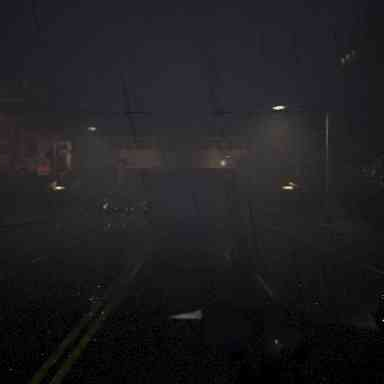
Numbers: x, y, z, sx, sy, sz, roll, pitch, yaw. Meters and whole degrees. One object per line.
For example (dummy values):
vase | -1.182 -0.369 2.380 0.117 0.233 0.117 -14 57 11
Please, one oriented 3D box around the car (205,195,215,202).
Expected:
car | 3.742 1.418 70.891 1.994 1.385 4.181 0 0 0

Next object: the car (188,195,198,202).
car | 0.242 1.392 70.903 2.128 1.511 4.902 0 0 0

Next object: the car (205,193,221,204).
car | 3.640 1.164 60.510 2.150 2.045 5.566 0 0 1

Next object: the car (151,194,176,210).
car | -3.487 1.315 41.294 2.097 1.767 4.553 0 0 1

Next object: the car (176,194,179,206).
car | -3.467 1.306 50.671 2.097 1.767 4.553 0 0 1

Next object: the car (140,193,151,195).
car | -6.915 1.302 55.793 2.097 1.767 4.553 0 0 0

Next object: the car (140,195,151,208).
car | -6.975 1.466 43.377 1.837 1.490 4.892 0 0 1

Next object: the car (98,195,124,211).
car | -9.973 1.319 41.403 2.185 1.767 4.553 0 0 0

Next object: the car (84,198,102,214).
car | -9.843 1.450 34.978 2.097 1.535 5.008 0 0 0

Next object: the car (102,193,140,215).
car | -7.011 1.192 33.455 2.150 2.045 5.566 0 0 -1

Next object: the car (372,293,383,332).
car | 3.587 1.544 2.456 2.033 1.411 5.357 0 0 0

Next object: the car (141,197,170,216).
car | -3.507 1.497 32.508 1.812 1.442 4.674 0 0 1

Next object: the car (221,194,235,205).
car | 6.827 1.534 63.381 1.895 1.301 4.718 0 0 0

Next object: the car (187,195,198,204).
car | 0.146 1.544 60.934 1.895 1.301 4.718 0 0 1
